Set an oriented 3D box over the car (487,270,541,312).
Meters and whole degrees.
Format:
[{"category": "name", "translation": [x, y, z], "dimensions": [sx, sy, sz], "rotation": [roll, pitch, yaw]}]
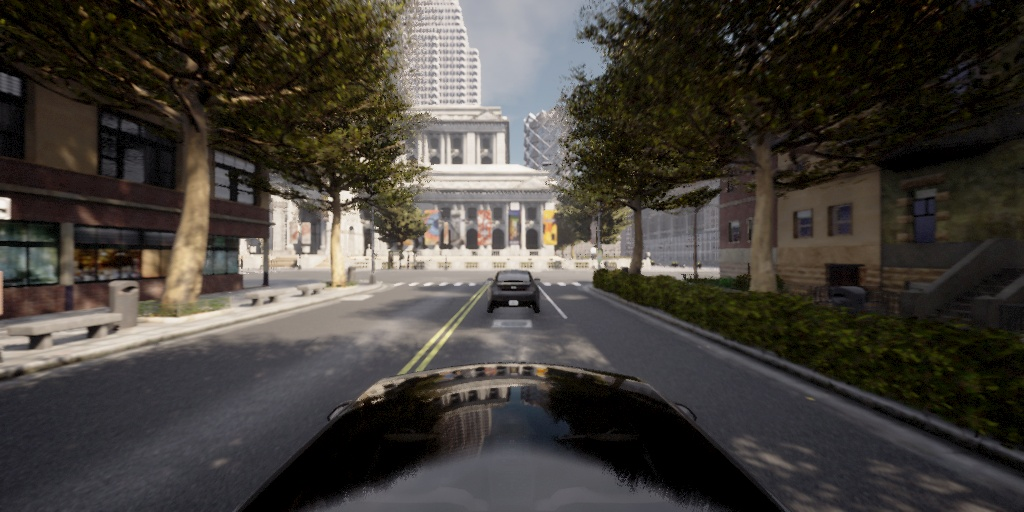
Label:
[{"category": "car", "translation": [0.067, 1.273, 14.191], "dimensions": [1.837, 1.490, 4.892], "rotation": [0, 0, 0]}]
